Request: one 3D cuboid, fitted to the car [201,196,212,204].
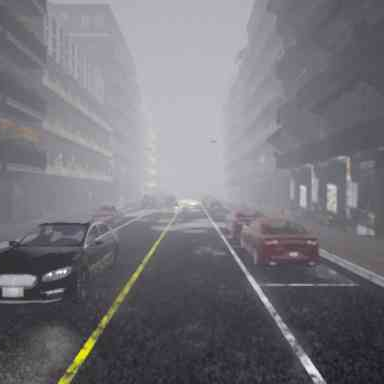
[{"bbox_3d":[2.698,1.426,61.999,1.802,1.307,4.206,0,0,0],"label":"car"}]

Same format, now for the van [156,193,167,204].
[{"bbox_3d":[-5.682,1.186,62.021,1.690,1.788,3.998,0,0,0],"label":"van"}]

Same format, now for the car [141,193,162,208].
[{"bbox_3d":[-5.684,1.197,45.034,2.192,1.841,5.009,0,0,0],"label":"car"}]

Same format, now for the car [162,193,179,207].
[{"bbox_3d":[-3.067,1.226,48.311,2.097,1.767,4.553,0,0,0],"label":"car"}]

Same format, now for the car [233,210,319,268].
[{"bbox_3d":[2.692,1.510,11.039,1.887,1.381,4.507,0,0,0],"label":"car"}]

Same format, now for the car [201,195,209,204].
[{"bbox_3d":[2.697,1.432,45.013,2.008,1.369,4.403,0,0,0],"label":"car"}]

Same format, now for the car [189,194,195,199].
[{"bbox_3d":[0.015,1.229,93.549,2.128,1.511,4.902,0,0,0],"label":"car"}]

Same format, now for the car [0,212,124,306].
[{"bbox_3d":[-3.089,1.466,8.195,2.128,1.511,4.902,0,0,0],"label":"car"}]

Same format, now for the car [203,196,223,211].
[{"bbox_3d":[2.696,1.446,39.350,2.008,1.369,4.403,0,0,0],"label":"car"}]

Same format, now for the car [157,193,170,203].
[{"bbox_3d":[-5.682,1.155,67.681,2.192,1.841,5.009,0,0,0],"label":"car"}]

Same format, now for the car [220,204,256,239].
[{"bbox_3d":[2.693,1.496,16.700,1.887,1.381,4.507,0,0,0],"label":"car"}]

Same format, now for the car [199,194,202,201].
[{"bbox_3d":[2.698,1.295,56.335,1.967,1.590,4.097,0,0,0],"label":"car"}]

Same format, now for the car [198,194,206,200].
[{"bbox_3d":[2.702,1.376,90.305,1.887,1.381,4.507,0,0,0],"label":"car"}]

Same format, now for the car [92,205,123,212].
[{"bbox_3d":[-5.687,1.520,22.384,1.802,1.307,4.206,0,0,0],"label":"car"}]
